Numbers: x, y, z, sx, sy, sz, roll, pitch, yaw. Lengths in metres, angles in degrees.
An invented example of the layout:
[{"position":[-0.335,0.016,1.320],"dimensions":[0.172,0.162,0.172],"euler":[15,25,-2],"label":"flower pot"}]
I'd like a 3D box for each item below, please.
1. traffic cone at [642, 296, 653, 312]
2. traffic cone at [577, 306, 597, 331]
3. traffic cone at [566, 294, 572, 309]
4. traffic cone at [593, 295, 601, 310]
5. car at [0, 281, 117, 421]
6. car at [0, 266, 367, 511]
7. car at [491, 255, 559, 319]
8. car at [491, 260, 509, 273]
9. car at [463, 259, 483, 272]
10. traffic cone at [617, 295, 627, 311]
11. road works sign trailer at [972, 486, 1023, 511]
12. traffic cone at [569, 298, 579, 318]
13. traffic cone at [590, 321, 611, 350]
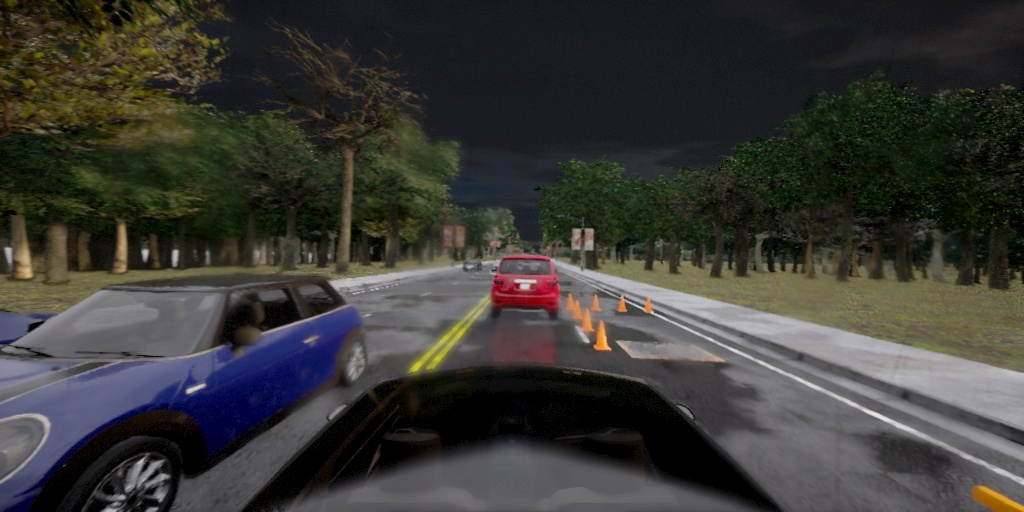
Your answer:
[{"position":[5.277,1.855,13.897],"dimensions":[0.340,0.580,0.340],"euler":[0,0,3],"label":"traffic cone"},{"position":[2.099,1.769,10.037],"dimensions":[0.340,0.580,0.340],"euler":[0,0,3],"label":"traffic cone"},{"position":[2.281,1.777,14.033],"dimensions":[0.340,0.580,0.340],"euler":[0,0,3],"label":"traffic cone"},{"position":[3.280,1.803,13.988],"dimensions":[0.340,0.580,0.340],"euler":[0,0,3],"label":"traffic cone"},{"position":[-6.680,1.101,2.832],"dimensions":[1.812,1.442,4.674],"euler":[2,0,3],"label":"car"},{"position":[-3.382,1.015,3.733],"dimensions":[2.097,1.767,4.553],"euler":[2,0,3],"label":"car"},{"position":[0.506,0.995,13.176],"dimensions":[2.150,2.045,5.566],"euler":[1,0,3],"label":"car"},{"position":[-1.410,1.247,43.981],"dimensions":[1.812,1.442,4.674],"euler":[1,0,3],"label":"car"},{"position":[-4.689,1.125,43.493],"dimensions":[2.128,1.511,4.902],"euler":[1,0,3],"label":"car"},{"position":[4.278,1.829,13.942],"dimensions":[0.340,0.580,0.340],"euler":[0,0,3],"label":"traffic cone"},{"position":[3.070,0.294,0.984],"dimensions":[2.380,3.560,2.880],"euler":[0,0,3],"label":"road works sign trailer"},{"position":[2.190,1.773,12.035],"dimensions":[0.340,0.580,0.340],"euler":[0,0,3],"label":"traffic cone"},{"position":[2.009,1.765,8.039],"dimensions":[0.340,0.580,0.340],"euler":[0,0,3],"label":"traffic cone"}]
